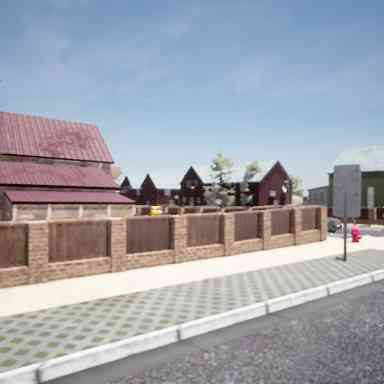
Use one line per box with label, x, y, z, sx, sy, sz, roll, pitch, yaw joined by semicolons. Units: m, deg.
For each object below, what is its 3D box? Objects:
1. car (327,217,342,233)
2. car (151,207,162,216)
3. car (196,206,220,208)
car;7.591;1.924;22.399;1.837;1.490;4.892;2;-3;-35
car;-3.946;2.443;38.379;1.882;1.535;5.008;2;-3;-35
car;1.866;2.042;30.351;2.097;1.767;4.553;2;-3;-36
